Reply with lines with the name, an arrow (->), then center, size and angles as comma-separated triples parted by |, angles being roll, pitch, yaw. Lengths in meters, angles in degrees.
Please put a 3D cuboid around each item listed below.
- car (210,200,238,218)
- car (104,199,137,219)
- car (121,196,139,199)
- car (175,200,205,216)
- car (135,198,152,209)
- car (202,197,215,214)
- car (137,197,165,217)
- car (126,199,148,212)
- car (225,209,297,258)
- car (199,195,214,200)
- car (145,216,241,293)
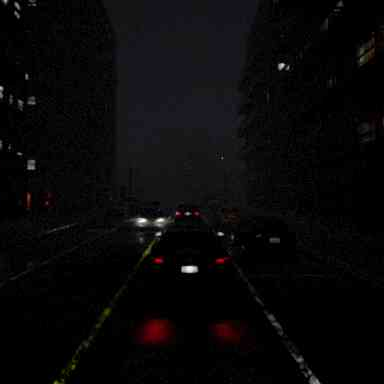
car -> 2.471, 1.503, 23.221 | 1.752, 1.417, 4.829 | 1, 0, -1
car -> -6.262, 1.536, 28.514 | 2.008, 1.369, 4.403 | 1, 0, -1
car -> -6.347, 1.296, 34.081 | 2.192, 1.841, 5.009 | 1, 0, -1
car -> -0.313, 1.528, 25.154 | 2.033, 1.411, 5.357 | 0, 0, -1
car -> -6.528, 1.556, 45.216 | 1.802, 1.307, 4.206 | 1, 0, -1
car -> 2.297, 1.521, 34.186 | 2.008, 1.369, 4.403 | 1, 0, -1
car -> -3.587, 1.457, 30.888 | 1.882, 1.535, 5.008 | 0, 0, -1
car -> -6.439, 1.544, 39.649 | 1.947, 1.339, 4.313 | 1, 0, -1
car -> 2.575, 1.552, 12.557 | 1.947, 1.339, 4.313 | 1, 0, -1
car -> 2.122, 1.278, 45.320 | 2.192, 1.841, 5.009 | 1, 0, -1
car -> -0.065, 1.557, 8.852 | 1.994, 1.385, 4.181 | 0, 0, 0
